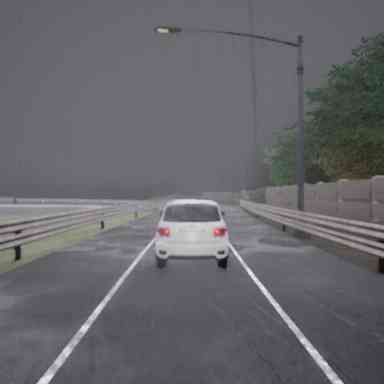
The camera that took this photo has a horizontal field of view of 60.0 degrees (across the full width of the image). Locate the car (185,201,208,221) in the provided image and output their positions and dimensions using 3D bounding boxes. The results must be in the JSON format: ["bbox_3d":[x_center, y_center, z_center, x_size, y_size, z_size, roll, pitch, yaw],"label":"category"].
[{"bbox_3d":[0.494,1.618,29.648,1.882,1.535,5.008,0,0,3],"label":"car"}]

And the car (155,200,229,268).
[{"bbox_3d":[0.012,1.279,11.703,2.150,2.045,5.566,0,0,0],"label":"car"}]
